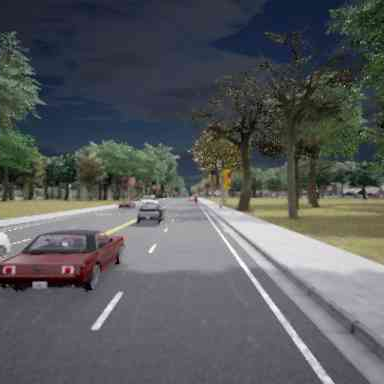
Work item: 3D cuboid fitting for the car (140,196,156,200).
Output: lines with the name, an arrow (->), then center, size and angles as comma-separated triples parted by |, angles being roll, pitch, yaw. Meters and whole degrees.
car -> -6.586, 1.580, 50.388 | 2.150, 2.045, 5.566 | 0, 0, 0

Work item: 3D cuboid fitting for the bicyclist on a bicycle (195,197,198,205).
bicyclist on a bicycle -> 0.873, 1.861, 67.977 | 0.659, 1.776, 1.843 | 0, 0, 0

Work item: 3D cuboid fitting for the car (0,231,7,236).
car -> -6.591, 1.585, 8.690 | 1.812, 1.442, 4.674 | 0, 0, 0

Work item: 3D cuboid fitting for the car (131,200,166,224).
car -> -3.158, 1.672, 26.336 | 2.128, 1.511, 4.902 | 0, 0, 0

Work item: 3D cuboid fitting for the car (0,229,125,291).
car -> -3.152, 1.663, 9.126 | 1.895, 1.301, 4.718 | 0, 0, 0

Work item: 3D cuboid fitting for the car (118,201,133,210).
car -> -9.834, 1.961, 50.582 | 1.895, 1.301, 4.718 | 0, 0, 0

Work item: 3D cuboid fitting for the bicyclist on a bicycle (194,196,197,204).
bicyclist on a bicycle -> 0.870, 1.930, 76.977 | 0.659, 1.776, 1.843 | 0, 0, 0
